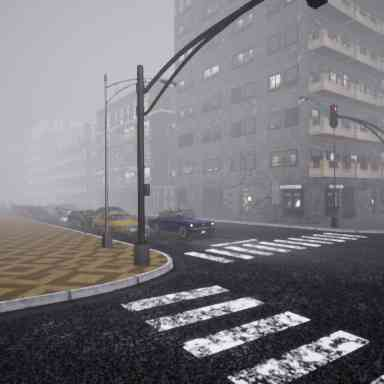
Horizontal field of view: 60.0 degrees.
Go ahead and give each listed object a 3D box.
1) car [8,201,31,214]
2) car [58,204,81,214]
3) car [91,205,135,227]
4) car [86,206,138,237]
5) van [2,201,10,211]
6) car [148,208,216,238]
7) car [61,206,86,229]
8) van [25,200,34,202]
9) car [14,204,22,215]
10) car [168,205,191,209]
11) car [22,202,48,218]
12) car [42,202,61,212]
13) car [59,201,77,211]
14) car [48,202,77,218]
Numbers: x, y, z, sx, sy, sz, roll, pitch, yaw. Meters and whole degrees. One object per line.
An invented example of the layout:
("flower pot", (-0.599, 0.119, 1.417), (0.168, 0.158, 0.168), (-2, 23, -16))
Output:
("car", (-24.964, 2.449, 48.242), (1.887, 1.381, 4.507), (-2, 0, -36))
("car", (-17.918, 2.389, 48.453), (1.895, 1.301, 4.718), (-1, -1, -36))
("car", (-6.708, 1.935, 27.787), (1.837, 1.490, 4.892), (-1, -1, -36))
("car", (-4.780, 1.865, 20.767), (1.752, 1.417, 4.829), (-2, 0, -36))
("van", (-31.665, 2.433, 57.355), (1.690, 1.788, 3.998), (-2, 0, -36))
("car", (-0.702, 1.863, 19.610), (1.895, 1.301, 4.718), (-1, -1, -36))
("car", (-8.227, 2.002, 25.460), (1.947, 1.339, 4.313), (-2, 0, -36))
("van", (-41.649, 2.831, 85.100), (1.690, 1.788, 3.998), (-2, 0, -36))
("car", (-21.615, 2.392, 43.685), (1.802, 1.307, 4.206), (-2, 0, -36))
("car", (-1.475, 1.915, 30.422), (2.008, 1.369, 4.403), (-2, 0, -36))
("car", (-18.269, 2.262, 39.129), (1.887, 1.381, 4.507), (-2, 0, -36))
("car", (-23.833, 2.518, 56.511), (1.994, 1.385, 4.181), (-1, -1, -37))
("car", (-21.562, 2.366, 57.761), (1.967, 1.590, 4.097), (-2, 0, -36))
("car", (-14.877, 2.148, 38.939), (2.128, 1.511, 4.902), (-1, 0, -36))
